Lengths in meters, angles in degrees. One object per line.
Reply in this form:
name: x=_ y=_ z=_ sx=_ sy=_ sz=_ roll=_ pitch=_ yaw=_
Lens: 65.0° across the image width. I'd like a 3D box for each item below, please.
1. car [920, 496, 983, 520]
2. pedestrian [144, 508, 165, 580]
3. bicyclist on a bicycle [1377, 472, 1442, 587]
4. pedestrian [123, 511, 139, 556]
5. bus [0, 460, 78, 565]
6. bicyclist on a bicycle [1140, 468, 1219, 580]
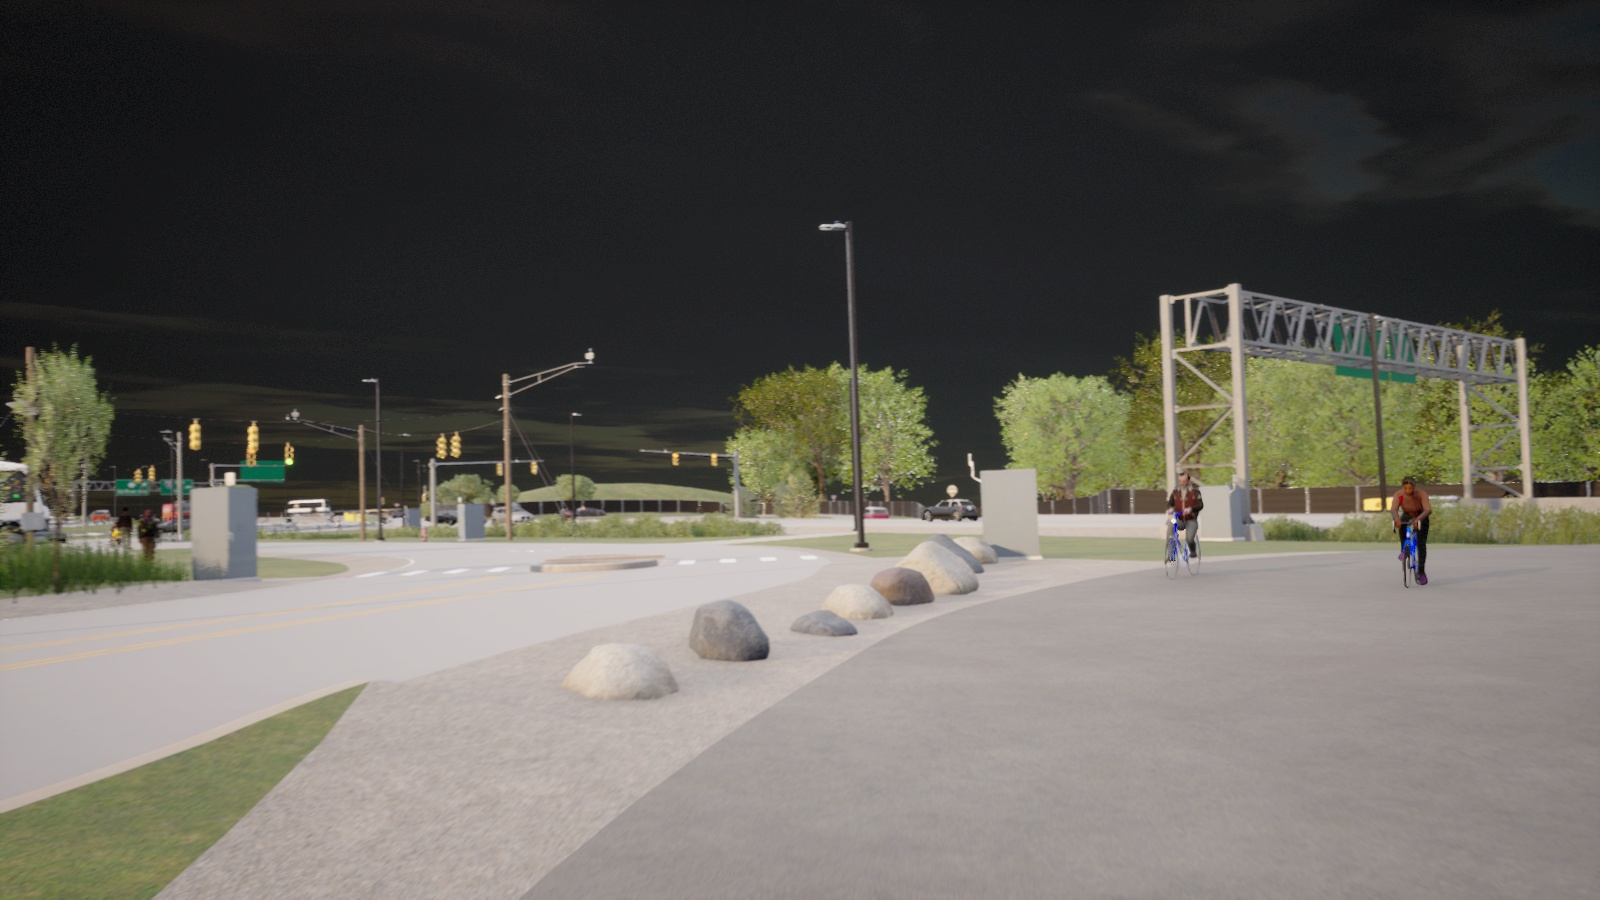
car: x=10.200 y=3.926 z=84.508 sx=1.970 sy=1.475 sz=3.806 roll=1 pitch=-3 yaw=-41
pedestrian: x=-17.612 y=2.558 z=34.258 sx=0.395 sy=1.930 sz=0.692 roll=0 pitch=-4 yaw=-36
bicyclist on a bicycle: x=9.031 y=1.142 z=18.579 sx=0.582 sy=1.620 sz=1.656 roll=-2 pitch=-2 yaw=34
pedestrian: x=-28.345 y=3.536 z=53.214 sx=0.431 sy=1.840 sz=0.703 roll=-2 pitch=-4 yaw=-17
bus: x=-36.900 y=2.907 z=53.404 sx=10.273 sy=4.253 sz=3.944 roll=-2 pitch=-5 yaw=-35
bicyclist on a bicycle: x=6.321 y=1.197 z=20.849 sx=0.659 sy=1.776 sz=1.843 roll=-3 pitch=-2 yaw=35
